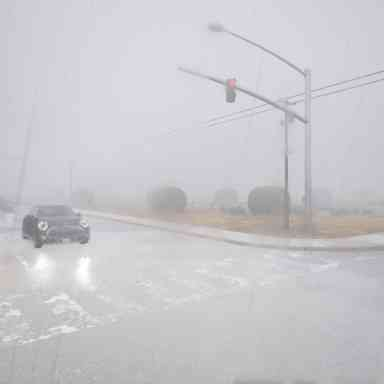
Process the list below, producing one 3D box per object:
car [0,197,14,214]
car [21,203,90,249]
[{"bbox_3d":[-20.332,1.308,35.290,2.097,1.767,4.553,0,0,-35],"label":"car"},{"bbox_3d":[-6.194,1.317,14.884,2.097,1.767,4.553,0,0,-35],"label":"car"}]
